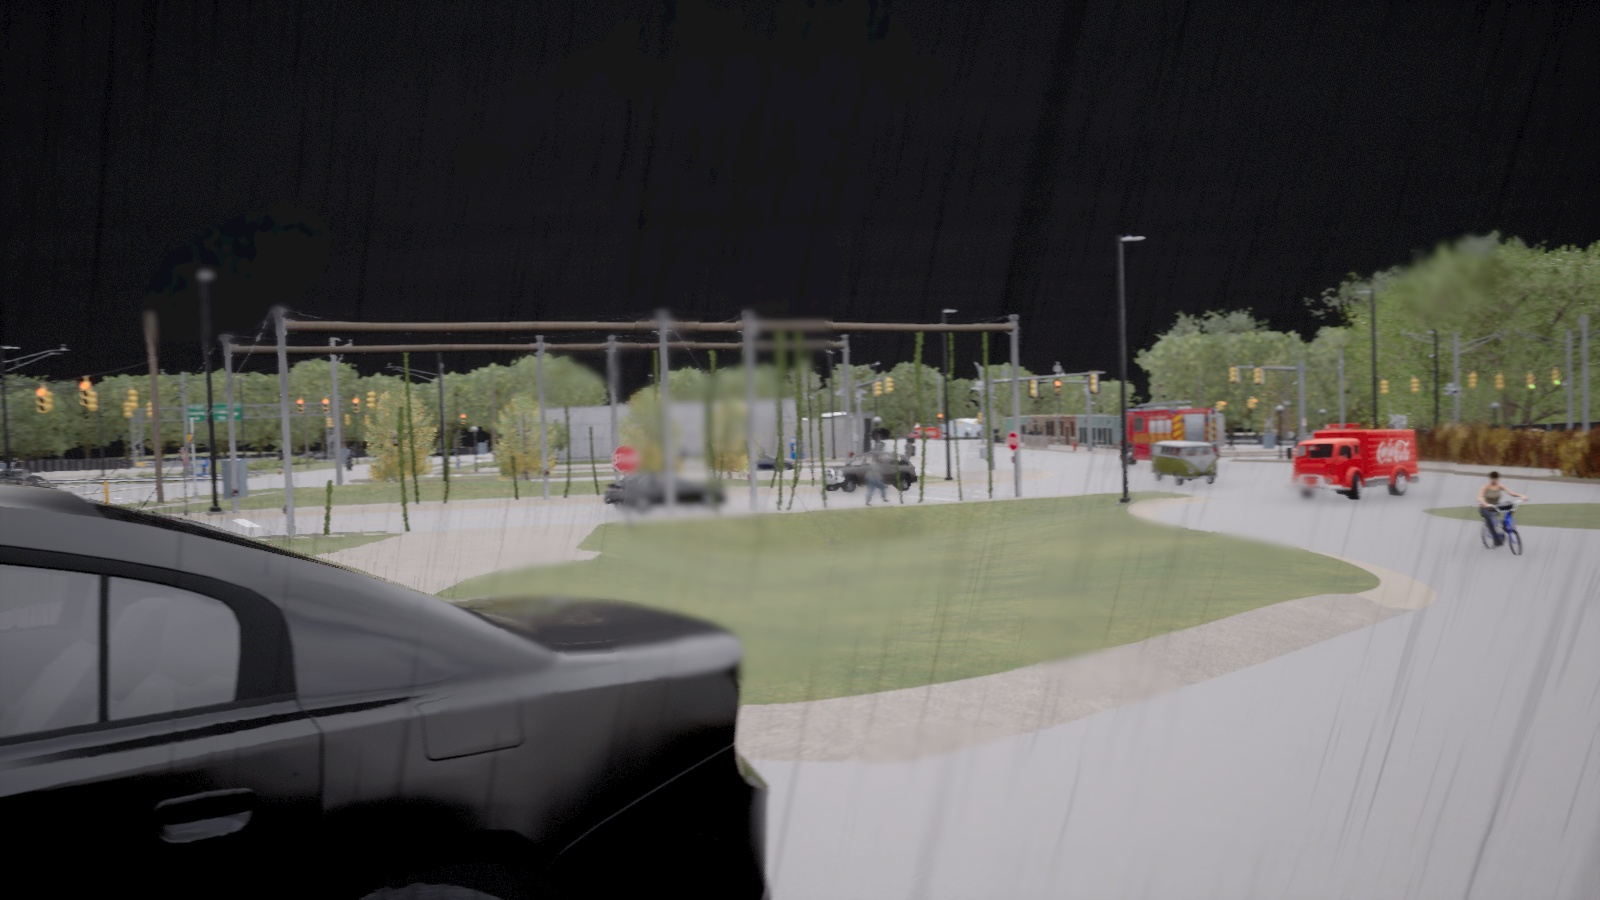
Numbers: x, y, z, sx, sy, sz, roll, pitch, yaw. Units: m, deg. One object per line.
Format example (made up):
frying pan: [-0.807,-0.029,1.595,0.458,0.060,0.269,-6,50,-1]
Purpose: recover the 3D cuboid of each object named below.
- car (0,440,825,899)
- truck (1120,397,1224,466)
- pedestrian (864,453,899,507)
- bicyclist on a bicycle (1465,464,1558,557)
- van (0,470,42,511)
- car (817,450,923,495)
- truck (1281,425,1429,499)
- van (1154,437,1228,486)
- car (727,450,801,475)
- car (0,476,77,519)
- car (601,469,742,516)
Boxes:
car: [-2.475,0.773,1.885,5.008,1.535,1.882,0,-2,-40]
truck: [22.242,-1.071,75.651,2.891,3.827,8.468,-2,0,-6]
pedestrian: [2.914,1.066,44.990,0.900,1.855,0.874,-3,2,-20]
bicyclist on a bicycle: [13.689,1.139,24.214,0.866,1.612,1.509,-6,1,4]
van: [-40.964,2.096,64.429,1.775,1.987,4.442,-2,0,-6]
car: [3.275,1.025,58.849,4.605,1.855,1.932,-2,2,-28]
truck: [20.144,0.400,45.506,5.204,2.467,2.627,-2,0,-37]
van: [18.236,0.481,58.790,1.775,1.987,4.442,-3,2,-3]
car: [-2.442,0.824,84.819,4.792,1.488,2.163,-2,1,-6]
car: [-32.770,1.994,53.546,1.851,1.617,3.988,-2,0,-6]
car: [-4.877,1.583,47.839,4.902,1.511,2.128,-2,2,-33]
